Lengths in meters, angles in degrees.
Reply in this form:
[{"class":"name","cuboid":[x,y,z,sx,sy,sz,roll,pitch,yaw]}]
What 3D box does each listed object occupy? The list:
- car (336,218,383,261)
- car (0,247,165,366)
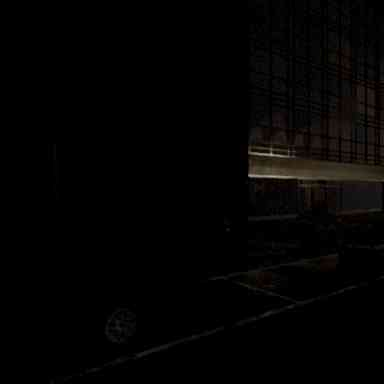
[{"class":"car","cuboid":[6.637,1.560,11.267,4.206,1.307,1.802,0,0,-36]},{"class":"car","cuboid":[-2.544,1.544,4.717,4.507,1.381,1.887,0,0,-36]}]
